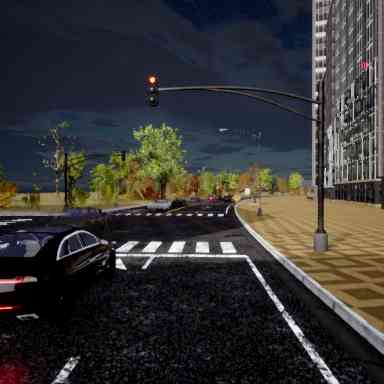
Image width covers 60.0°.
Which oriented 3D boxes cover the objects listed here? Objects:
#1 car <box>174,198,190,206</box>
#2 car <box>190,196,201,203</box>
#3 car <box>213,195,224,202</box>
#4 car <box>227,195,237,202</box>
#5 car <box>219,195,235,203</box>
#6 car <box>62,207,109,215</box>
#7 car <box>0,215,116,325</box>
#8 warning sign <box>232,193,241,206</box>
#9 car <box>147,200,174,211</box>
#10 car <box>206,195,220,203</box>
[{"bbox_3d":[-2.073,1.604,54.479,1.895,1.301,4.718,0,0,9],"label":"car"},{"bbox_3d":[0.579,1.567,69.078,1.994,1.385,4.181,0,0,11],"label":"car"},{"bbox_3d":[6.379,1.495,80.528,1.882,1.535,5.008,0,0,14],"label":"car"},{"bbox_3d":[9.673,1.498,80.337,1.882,1.535,5.008,0,0,14],"label":"car"},{"bbox_3d":[7.533,1.493,70.080,1.882,1.535,5.008,0,0,12],"label":"car"},{"bbox_3d":[-5.988,1.546,18.119,2.033,1.411,5.357,0,0,3],"label":"car"},{"bbox_3d":[-2.988,1.491,7.090,2.128,1.511,4.902,0,0,1],"label":"car"},{"bbox_3d":[6.491,1.122,48.186,1.300,1.860,1.060,0,0,8],"label":"warning sign"},{"bbox_3d":[-3.990,1.601,40.620,1.895,1.301,4.718,0,0,10],"label":"car"},{"bbox_3d":[4.416,1.366,71.136,2.097,1.767,4.553,0,0,12],"label":"car"}]
